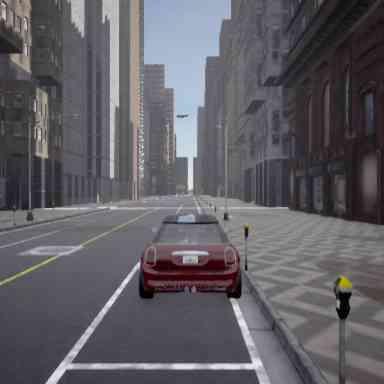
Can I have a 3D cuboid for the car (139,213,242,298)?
[{"bbox_3d":[-0.032,1.344,8.620,2.097,1.767,4.553,0,0,0],"label":"car"}]
